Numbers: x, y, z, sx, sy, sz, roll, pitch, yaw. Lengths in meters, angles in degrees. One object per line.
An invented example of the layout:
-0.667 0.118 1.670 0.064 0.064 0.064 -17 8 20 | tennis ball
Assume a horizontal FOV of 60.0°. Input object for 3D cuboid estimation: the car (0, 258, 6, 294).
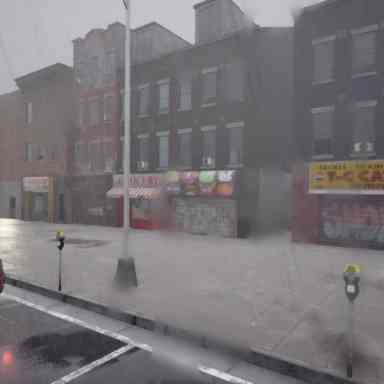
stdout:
-5.735 1.529 7.061 4.674 1.442 1.812 0 0 36 | car
